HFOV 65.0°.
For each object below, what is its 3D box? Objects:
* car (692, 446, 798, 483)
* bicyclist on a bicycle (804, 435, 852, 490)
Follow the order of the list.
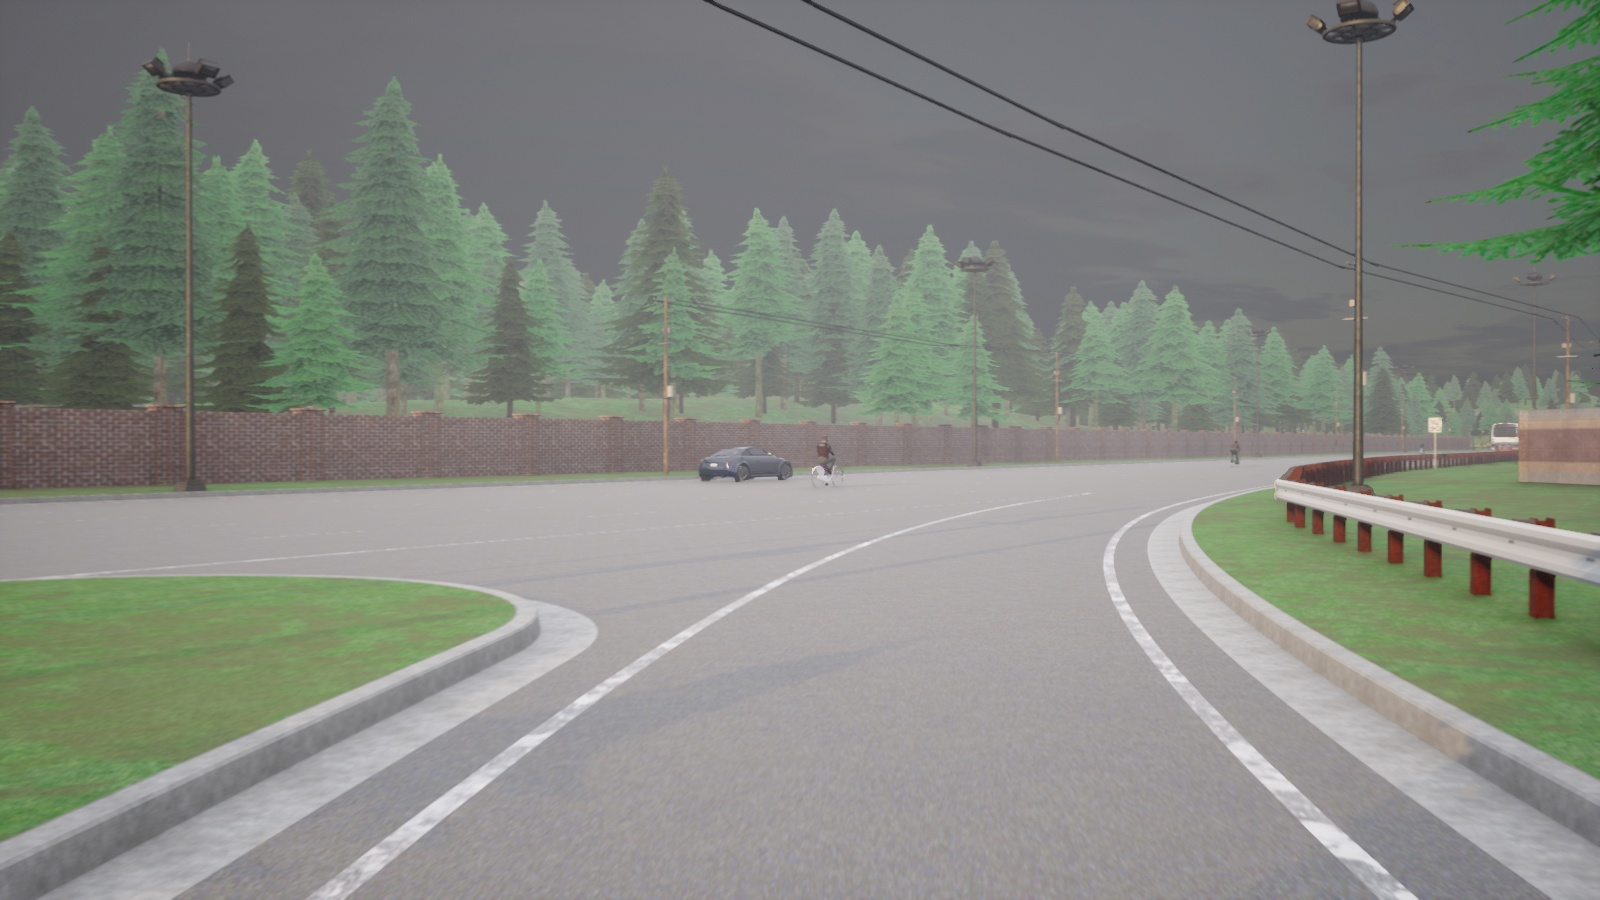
[{"bbox_3d":[-2.102,0.530,49.245,1.994,1.385,4.181,0,0,36],"label":"car"},{"bbox_3d":[0.939,0.384,41.523,0.659,1.776,1.843,0,1,36],"label":"bicyclist on a bicycle"}]
